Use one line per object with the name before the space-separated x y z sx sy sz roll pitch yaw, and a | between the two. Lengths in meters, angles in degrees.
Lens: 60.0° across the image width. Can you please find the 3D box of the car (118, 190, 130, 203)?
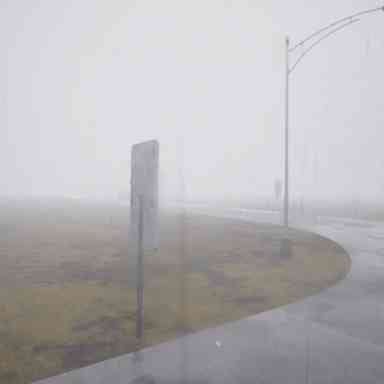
car | -8.070 0.584 43.185 1.837 1.490 4.892 1 0 -35
